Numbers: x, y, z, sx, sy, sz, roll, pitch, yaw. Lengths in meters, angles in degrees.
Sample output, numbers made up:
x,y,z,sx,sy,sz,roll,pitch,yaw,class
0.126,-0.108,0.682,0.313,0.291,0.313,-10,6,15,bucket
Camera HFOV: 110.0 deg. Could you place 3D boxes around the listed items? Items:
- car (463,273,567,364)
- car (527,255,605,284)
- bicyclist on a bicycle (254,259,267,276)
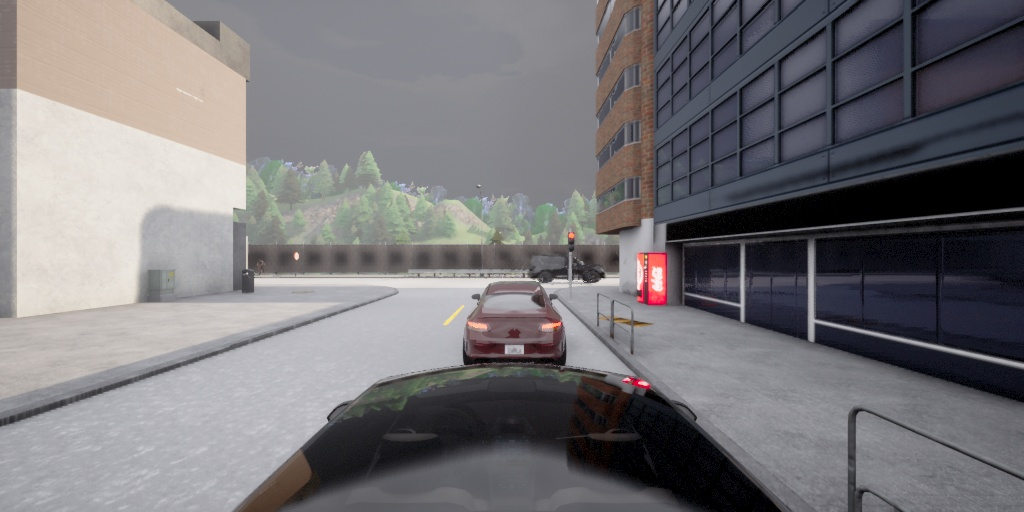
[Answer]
x,y,z,sx,sy,sz,roll,pitch,yaw,class
0.058,1.276,7.825,1.812,1.442,4.674,0,0,1,car
3.885,0.972,26.075,5.566,2.045,2.150,0,0,0,car
-24.187,1.099,34.496,0.582,1.620,1.656,0,0,0,bicyclist on a bicycle
